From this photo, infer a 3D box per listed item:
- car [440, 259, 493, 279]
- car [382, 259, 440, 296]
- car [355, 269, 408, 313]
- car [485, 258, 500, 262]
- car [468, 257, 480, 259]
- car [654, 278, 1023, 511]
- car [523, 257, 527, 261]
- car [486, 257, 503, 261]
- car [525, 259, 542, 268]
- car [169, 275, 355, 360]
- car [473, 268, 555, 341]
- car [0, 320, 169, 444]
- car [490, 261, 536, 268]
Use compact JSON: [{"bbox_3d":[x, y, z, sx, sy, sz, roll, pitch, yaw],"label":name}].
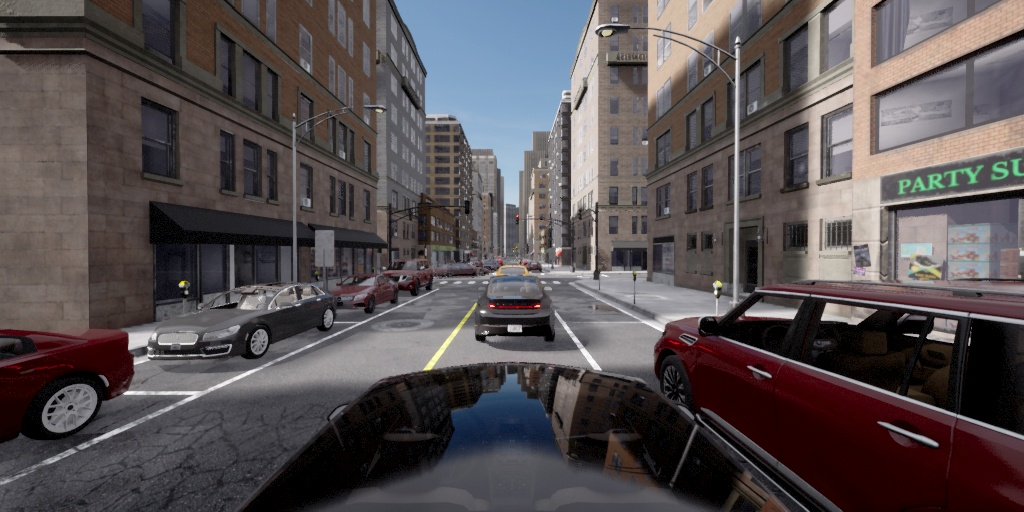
[{"bbox_3d":[-4.890,1.317,33.444,5.357,1.411,2.033,-1,1,-24],"label":"car"},{"bbox_3d":[-5.633,1.065,19.388,2.192,1.841,5.009,0,0,0],"label":"car"},{"bbox_3d":[-5.644,1.331,13.805,1.802,1.307,4.207,0,0,0],"label":"car"},{"bbox_3d":[-3.006,1.333,46.795,1.994,1.385,4.181,0,0,0],"label":"car"},{"bbox_3d":[-5.565,1.090,51.952,2.192,1.841,5.009,0,0,0],"label":"car"},{"bbox_3d":[2.858,1.064,2.645,2.192,1.841,5.009,0,0,0],"label":"car"},{"bbox_3d":[2.961,1.301,52.130,1.751,1.417,4.829,0,0,0],"label":"car"},{"bbox_3d":[-2.977,1.330,57.222,2.033,1.411,5.357,0,0,0],"label":"car"},{"bbox_3d":[2.949,1.351,46.397,1.802,1.307,4.207,0,0,0],"label":"car"},{"bbox_3d":[-5.656,1.299,8.222,2.007,1.370,4.403,0,0,0],"label":"car"},{"bbox_3d":[0.079,1.254,9.838,1.837,1.490,4.892,0,0,0],"label":"car"},{"bbox_3d":[-5.668,1.294,2.640,1.888,1.381,4.507,0,0,0],"label":"car"},{"bbox_3d":[0.047,1.228,18.955,1.882,1.535,5.008,0,0,1],"label":"car"}]
